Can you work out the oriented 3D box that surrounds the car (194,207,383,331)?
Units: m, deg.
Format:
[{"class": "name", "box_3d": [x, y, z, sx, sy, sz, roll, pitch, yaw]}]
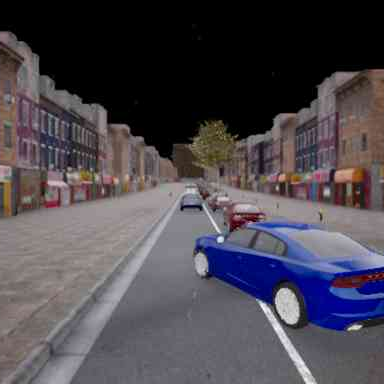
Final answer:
[{"class": "car", "box_3d": [1.730, 1.340, 6.900, 1.882, 1.535, 5.008, -1, 2, -25]}]

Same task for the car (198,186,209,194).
[{"class": "car", "box_3d": [2.340, -0.436, 66.883, 1.947, 1.339, 4.313, 2, 2, 0]}]

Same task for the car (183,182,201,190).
[{"class": "car", "box_3d": [-0.151, -0.126, 49.896, 2.150, 2.045, 5.566, 0, 2, 0]}]

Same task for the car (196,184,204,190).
[{"class": "car", "box_3d": [2.236, -1.378, 89.092, 1.947, 1.339, 4.313, 2, 3, 0]}]

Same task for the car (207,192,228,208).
[{"class": "car", "box_3d": [2.517, 0.940, 27.993, 1.802, 1.307, 4.206, 1, 2, 0]}]

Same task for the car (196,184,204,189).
[{"class": "car", "box_3d": [2.210, -1.627, 94.643, 1.947, 1.339, 4.313, 2, 3, 0]}]

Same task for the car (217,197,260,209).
[{"class": "car", "box_3d": [2.567, 1.188, 16.875, 1.887, 1.381, 4.507, 1, 1, 0]}]

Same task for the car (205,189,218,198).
[{"class": "car", "box_3d": [2.492, 0.717, 33.719, 1.752, 1.417, 4.829, 1, 2, 0]}]

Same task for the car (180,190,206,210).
[{"class": "car", "box_3d": [-0.053, 0.853, 30.419, 1.994, 1.385, 4.181, 0, 2, 0]}]

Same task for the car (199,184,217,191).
[{"class": "car", "box_3d": [2.448, 0.155, 44.656, 2.192, 1.841, 5.009, 1, 2, 0]}]
